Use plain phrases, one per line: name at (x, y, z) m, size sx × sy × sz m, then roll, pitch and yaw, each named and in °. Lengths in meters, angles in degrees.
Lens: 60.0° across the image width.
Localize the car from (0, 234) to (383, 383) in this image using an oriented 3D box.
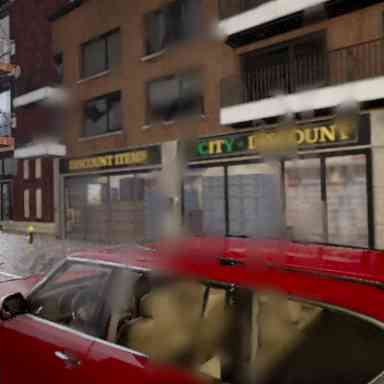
car at (-0.188, 1.308, 2.890) m, size 5.009 × 1.841 × 2.192 m, roll 0°, pitch -2°, yaw 36°
